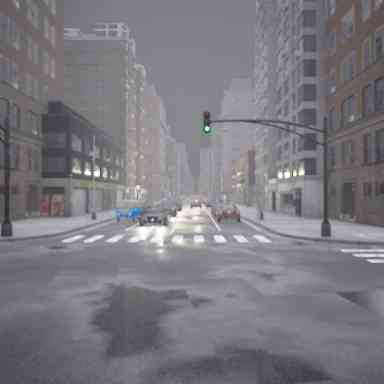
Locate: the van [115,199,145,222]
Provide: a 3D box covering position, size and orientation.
[{"bbox_3d":[-5.484,1.609,28.889,1.690,1.788,3.998,0,-1,1],"label":"van"}]

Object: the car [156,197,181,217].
[{"bbox_3d":[-2.636,1.677,35.398,2.097,1.767,4.553,0,-1,1],"label":"car"}]

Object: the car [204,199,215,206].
[{"bbox_3d":[3.507,2.161,67.461,1.887,1.381,4.507,0,-1,1],"label":"car"}]

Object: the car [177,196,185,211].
[{"bbox_3d":[-2.502,1.643,45.780,2.150,2.045,5.566,0,-1,1],"label":"car"}]

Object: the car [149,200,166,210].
[{"bbox_3d":[-5.218,2.024,50.979,2.008,1.369,4.403,0,-1,1],"label":"car"}]

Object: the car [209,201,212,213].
[{"bbox_3d":[3.108,1.874,34.314,1.947,1.339,4.313,0,-1,1],"label":"car"}]

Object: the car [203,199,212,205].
[{"bbox_3d":[3.640,2.301,78.509,1.802,1.307,4.206,0,-1,1],"label":"car"}]

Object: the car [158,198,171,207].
[{"bbox_3d":[-5.085,2.016,62.026,1.967,1.590,4.097,0,-1,1],"label":"car"}]

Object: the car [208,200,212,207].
[{"bbox_3d":[3.175,1.941,39.838,1.802,1.307,4.206,0,-1,1],"label":"car"}]

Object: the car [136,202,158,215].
[{"bbox_3d":[-5.351,1.936,39.933,1.947,1.339,4.313,0,-1,1],"label":"car"}]

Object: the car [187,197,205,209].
[{"bbox_3d":[0.692,1.997,55.165,2.128,1.511,4.902,0,-1,1],"label":"car"}]

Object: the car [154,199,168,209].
[{"bbox_3d":[-5.151,1.964,56.503,1.967,1.590,4.097,0,-1,1],"label":"car"}]

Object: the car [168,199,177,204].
[{"bbox_3d":[-4.819,2.347,84.117,1.947,1.339,4.313,0,-1,1],"label":"car"}]

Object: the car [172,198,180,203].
[{"bbox_3d":[-4.686,2.434,95.163,2.008,1.369,4.403,0,-1,1],"label":"car"}]

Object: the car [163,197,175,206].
[{"bbox_3d":[-4.953,1.994,73.073,2.192,1.841,5.009,0,-1,1],"label":"car"}]

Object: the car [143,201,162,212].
[{"bbox_3d":[-5.284,1.972,45.456,2.008,1.369,4.403,0,-1,1],"label":"car"}]

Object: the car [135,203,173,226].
[{"bbox_3d":[-2.759,1.795,25.363,1.994,1.385,4.181,0,-1,1],"label":"car"}]

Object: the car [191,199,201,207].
[{"bbox_3d":[0.817,2.166,65.582,1.994,1.385,4.181,0,-1,1],"label":"car"}]

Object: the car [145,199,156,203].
[{"bbox_3d":[-5.418,1.634,34.412,2.192,1.841,5.009,0,-1,1],"label":"car"}]

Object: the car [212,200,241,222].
[{"bbox_3d":[3.042,1.697,28.791,1.967,1.590,4.097,0,-1,1],"label":"car"}]

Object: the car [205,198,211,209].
[{"bbox_3d":[3.374,2.079,56.412,1.947,1.339,4.313,0,-1,1],"label":"car"}]
